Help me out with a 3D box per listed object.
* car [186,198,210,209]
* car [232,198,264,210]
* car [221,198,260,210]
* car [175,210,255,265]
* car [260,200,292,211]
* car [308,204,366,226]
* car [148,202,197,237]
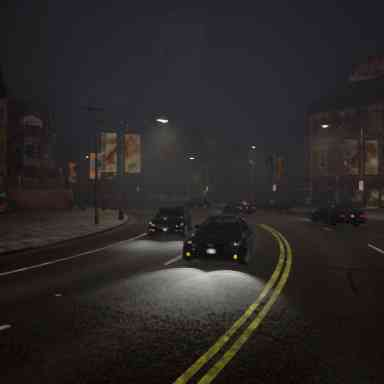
[{"bbox_3d":[0.591,1.505,43.884,1.837,1.490,4.892,0,0,-27],"label":"car"},{"bbox_3d":[7.505,1.520,45.075,2.002,1.452,4.674,0,0,-27],"label":"car"},{"bbox_3d":[4.613,1.547,33.984,2.033,1.411,5.357,0,0,-15],"label":"car"},{"bbox_3d":[1.106,1.564,11.762,1.994,1.385,4.181,0,0,16],"label":"car"},{"bbox_3d":[9.849,1.595,39.845,1.895,1.301,4.718,0,0,-17],"label":"car"},{"bbox_3d":[9.884,1.547,23.142,2.033,1.411,5.357,0,0,-2],"label":"car"},{"bbox_3d":[-1.017,1.505,17.978,1.837,1.490,4.892,1,0,6],"label":"car"}]
